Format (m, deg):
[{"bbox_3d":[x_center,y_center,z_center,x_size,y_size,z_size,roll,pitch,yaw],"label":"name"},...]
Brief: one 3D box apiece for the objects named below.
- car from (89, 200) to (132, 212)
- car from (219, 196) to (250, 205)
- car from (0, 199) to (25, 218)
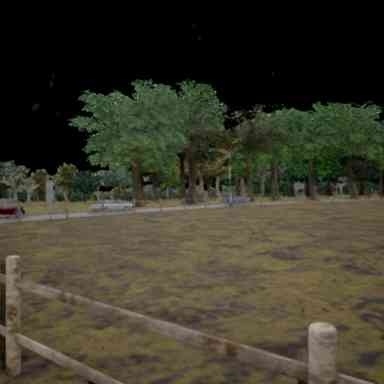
[{"bbox_3d":[-8.964,1.542,36.768,1.895,1.301,4.718,-2,-1,39],"label":"car"},{"bbox_3d":[6.821,1.308,52.598,5.357,1.411,2.033,-1,-1,-39],"label":"car"},{"bbox_3d":[-16.158,1.355,26.958,2.097,1.767,4.553,-2,-1,35],"label":"car"}]
